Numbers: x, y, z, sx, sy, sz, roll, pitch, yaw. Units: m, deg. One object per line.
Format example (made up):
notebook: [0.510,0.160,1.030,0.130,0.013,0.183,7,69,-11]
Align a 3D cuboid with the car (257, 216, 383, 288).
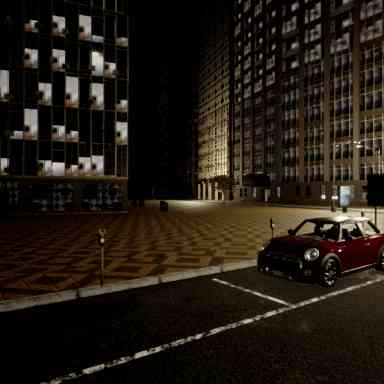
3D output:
car: [3.691,1.439,9.196,4.097,1.590,1.967,0,0,-36]
